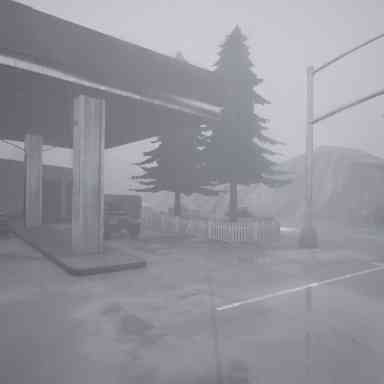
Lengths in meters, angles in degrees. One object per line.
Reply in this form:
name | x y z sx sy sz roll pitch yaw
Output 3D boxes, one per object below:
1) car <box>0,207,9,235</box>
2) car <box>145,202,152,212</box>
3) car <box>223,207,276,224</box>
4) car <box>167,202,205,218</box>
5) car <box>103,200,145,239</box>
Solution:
car | -11.604 1.521 18.514 2.242 1.667 4.611 1 0 -36
car | -6.536 1.652 40.227 1.812 1.442 4.674 1 0 -35
car | 4.245 1.816 24.900 1.994 1.385 4.181 1 0 -35
car | -0.671 1.721 31.899 1.812 1.442 4.674 1 0 -35
car | -4.473 1.446 18.305 1.905 1.878 3.866 1 0 -36
